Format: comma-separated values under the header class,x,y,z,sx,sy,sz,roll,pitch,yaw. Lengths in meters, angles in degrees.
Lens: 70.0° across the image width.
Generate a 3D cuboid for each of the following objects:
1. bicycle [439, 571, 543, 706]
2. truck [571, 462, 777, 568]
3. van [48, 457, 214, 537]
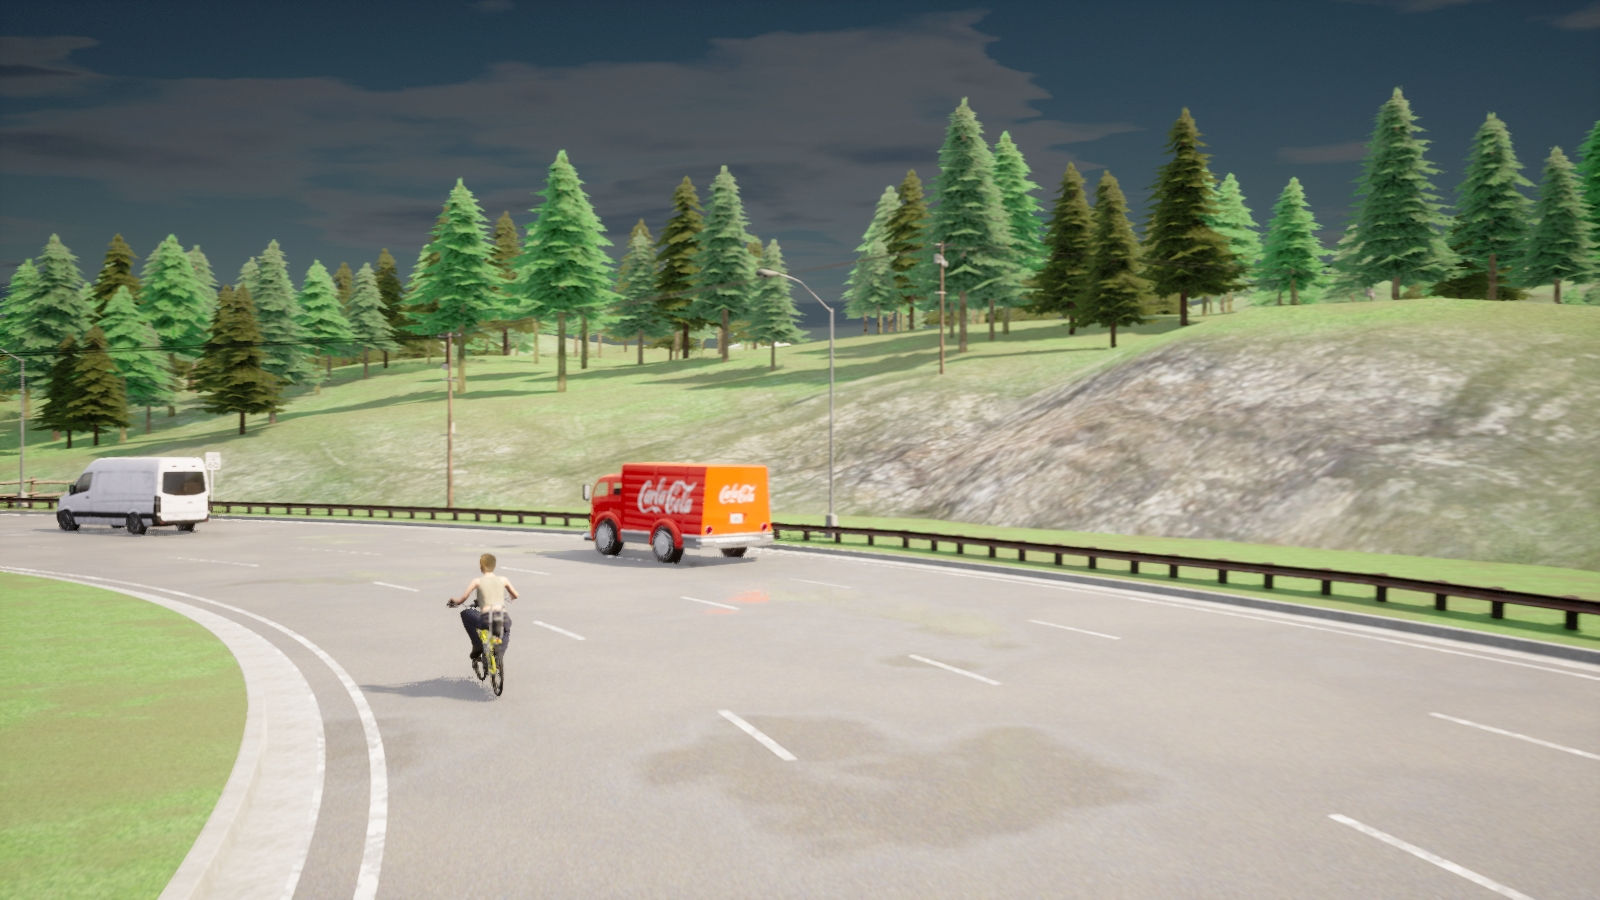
class,x,y,z,sx,sy,sz,roll,pitch,yaw
bicycle,-3.643,2.158,13.388,0.859,1.276,1.487,-2,1,-27
truck,-3.350,1.567,29.753,5.204,2.467,2.627,0,0,45
van,-23.013,1.539,39.236,5.915,2.561,1.988,0,-1,27
